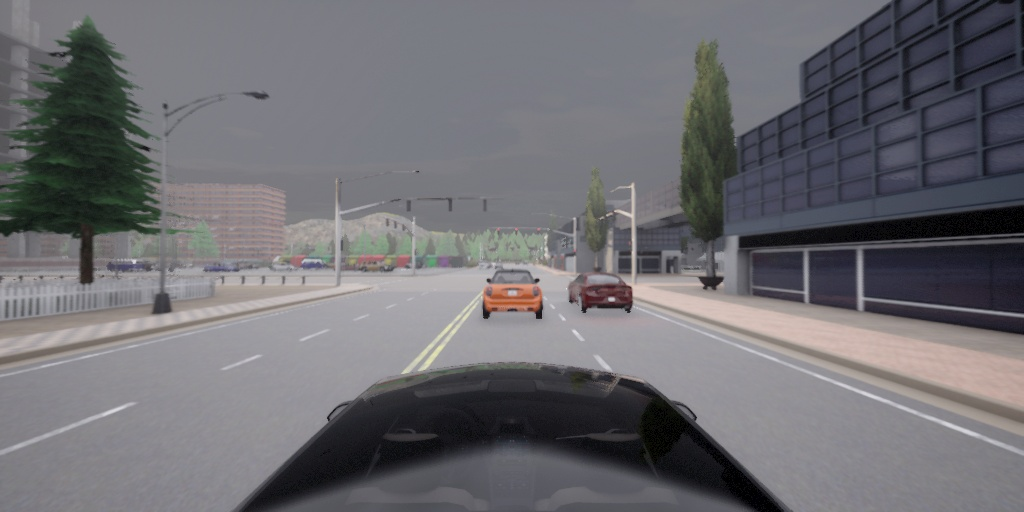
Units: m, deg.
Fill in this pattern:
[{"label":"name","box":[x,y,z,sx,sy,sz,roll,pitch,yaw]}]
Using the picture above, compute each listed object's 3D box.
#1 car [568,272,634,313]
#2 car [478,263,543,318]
[{"label":"car","box":[3.551,1.411,15.153,1.882,1.535,5.008,0,-1,1]},{"label":"car","box":[0.040,1.269,13.991,2.097,1.767,4.553,0,-1,1]}]
